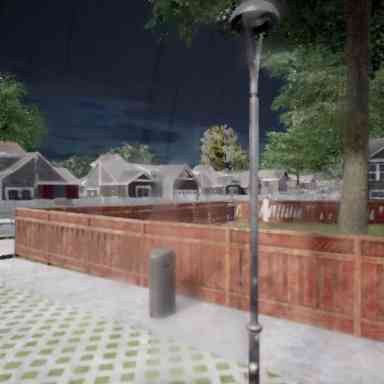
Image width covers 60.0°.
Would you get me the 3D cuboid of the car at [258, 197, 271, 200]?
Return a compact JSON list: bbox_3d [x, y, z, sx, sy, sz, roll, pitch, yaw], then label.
[{"bbox_3d":[10.416,1.375,49.422,1.994,1.385,4.181,0,0,36],"label":"car"}]
